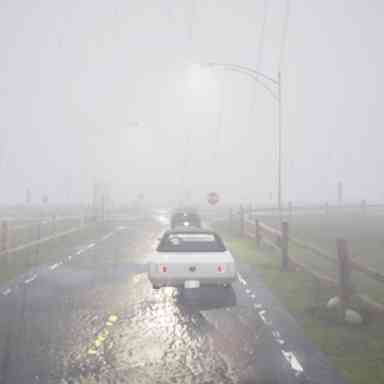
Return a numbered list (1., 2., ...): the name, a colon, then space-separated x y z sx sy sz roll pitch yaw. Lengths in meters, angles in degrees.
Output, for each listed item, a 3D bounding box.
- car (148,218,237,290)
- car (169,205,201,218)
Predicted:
1. car: -0.032 1.644 9.153 1.895 1.301 4.718 0 0 -1
2. car: -0.443 1.613 21.879 1.837 1.490 4.892 0 0 -2
